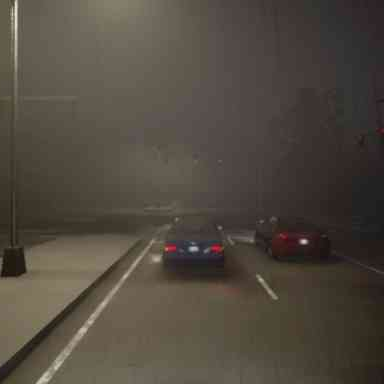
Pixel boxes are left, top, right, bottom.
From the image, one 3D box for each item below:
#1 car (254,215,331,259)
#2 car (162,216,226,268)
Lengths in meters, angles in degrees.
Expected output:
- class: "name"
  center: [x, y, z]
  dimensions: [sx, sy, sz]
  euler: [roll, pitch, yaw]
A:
- class: "car"
  center: [3.618, 1.554, 12.653]
  dimensions: [1.994, 1.385, 4.181]
  euler: [0, 0, 1]
- class: "car"
  center: [0.059, 1.532, 11.184]
  dimensions: [2.033, 1.411, 5.357]
  euler: [0, 0, 0]
